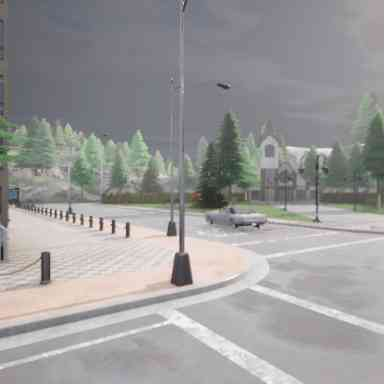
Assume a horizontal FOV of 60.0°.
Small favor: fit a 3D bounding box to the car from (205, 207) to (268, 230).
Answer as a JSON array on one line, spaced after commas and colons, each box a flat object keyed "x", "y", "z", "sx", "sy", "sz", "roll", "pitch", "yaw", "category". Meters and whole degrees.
[{"x": 2.636, "y": 1.579, "z": 21.290, "sx": 1.895, "sy": 1.301, "sz": 4.718, "roll": 0, "pitch": 0, "yaw": -26, "category": "car"}]
